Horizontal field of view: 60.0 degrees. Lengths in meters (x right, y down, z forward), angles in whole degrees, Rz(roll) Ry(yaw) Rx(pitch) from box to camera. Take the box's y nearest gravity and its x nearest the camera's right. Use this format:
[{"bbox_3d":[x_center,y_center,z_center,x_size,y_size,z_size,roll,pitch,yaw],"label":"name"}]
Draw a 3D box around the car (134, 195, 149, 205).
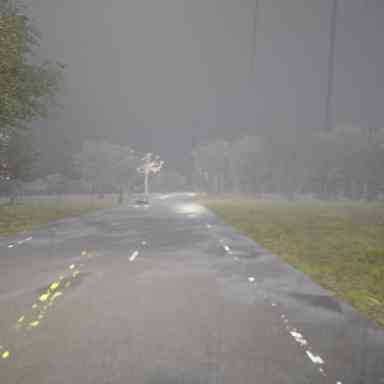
[{"bbox_3d":[-8.728,1.318,57.835,2.097,1.767,4.553,0,0,-2],"label":"car"}]
